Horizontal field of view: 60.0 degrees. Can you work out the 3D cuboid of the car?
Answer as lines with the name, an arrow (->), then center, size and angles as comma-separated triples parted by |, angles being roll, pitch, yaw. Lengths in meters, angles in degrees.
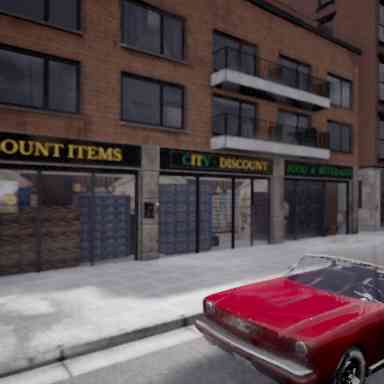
car -> 2.388, 1.630, 5.080 | 4.718, 1.301, 1.895 | 0, 0, -35
